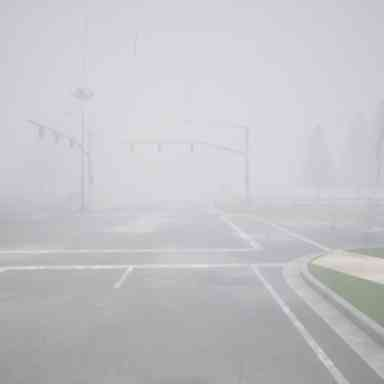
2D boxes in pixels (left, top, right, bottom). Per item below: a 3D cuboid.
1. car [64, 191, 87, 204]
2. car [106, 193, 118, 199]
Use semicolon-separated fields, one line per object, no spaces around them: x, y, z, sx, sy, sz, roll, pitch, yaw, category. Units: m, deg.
-18.432;0.881;52.903;2.150;2.045;5.566;0;2;0;car
-18.335;0.868;76.773;1.812;1.442;4.674;0;0;1;car
